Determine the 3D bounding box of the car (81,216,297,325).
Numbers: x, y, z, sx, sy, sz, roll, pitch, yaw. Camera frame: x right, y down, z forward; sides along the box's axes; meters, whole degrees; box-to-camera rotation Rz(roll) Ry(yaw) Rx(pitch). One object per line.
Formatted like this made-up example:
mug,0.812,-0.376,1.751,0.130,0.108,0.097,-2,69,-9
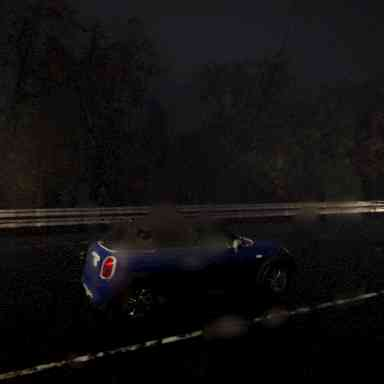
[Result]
car,0.072,1.325,7.204,4.553,1.767,2.097,0,0,-27
